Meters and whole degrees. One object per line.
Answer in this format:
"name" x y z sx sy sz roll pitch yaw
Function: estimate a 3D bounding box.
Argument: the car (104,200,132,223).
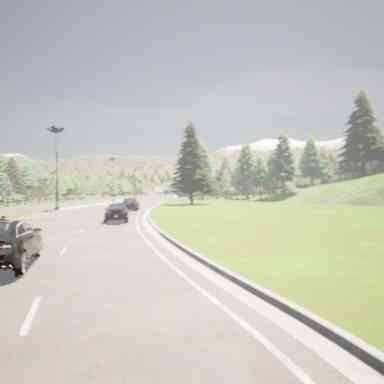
"car" -6.080 1.665 27.142 1.812 1.442 4.674 -1 0 -10

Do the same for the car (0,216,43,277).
"car" -5.950 1.622 10.415 2.128 1.511 4.902 -1 0 -16

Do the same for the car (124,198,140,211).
"car" -7.970 1.538 43.500 2.097 1.767 4.553 -1 0 -4
